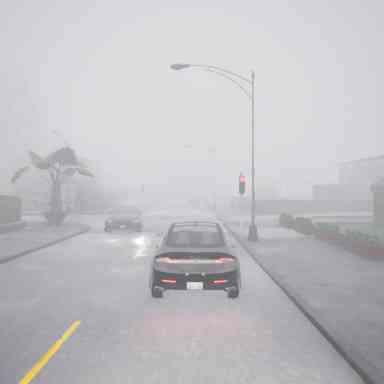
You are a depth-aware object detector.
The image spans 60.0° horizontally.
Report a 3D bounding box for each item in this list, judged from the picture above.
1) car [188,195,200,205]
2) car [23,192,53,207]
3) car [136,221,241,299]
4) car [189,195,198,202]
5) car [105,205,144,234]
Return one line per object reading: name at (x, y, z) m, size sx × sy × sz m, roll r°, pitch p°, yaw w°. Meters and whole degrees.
car at (0.350, 1.491, 58.086) m, size 2.128 × 1.511 × 4.902 m, roll 0°, pitch 0°, yaw 0°
car at (-19.576, 0.986, 42.937) m, size 1.905 × 1.878 × 3.866 m, roll 0°, pitch 0°, yaw 35°
car at (0.087, 1.492, 8.471) m, size 2.128 × 1.511 × 4.902 m, roll 0°, pitch 0°, yaw 1°
car at (0.340, 1.525, 78.889) m, size 2.128 × 1.511 × 4.902 m, roll 0°, pitch 0°, yaw 0°
car at (-3.825, 1.526, 19.530) m, size 1.812 × 1.442 × 4.674 m, roll 1°, pitch 0°, yaw -6°
